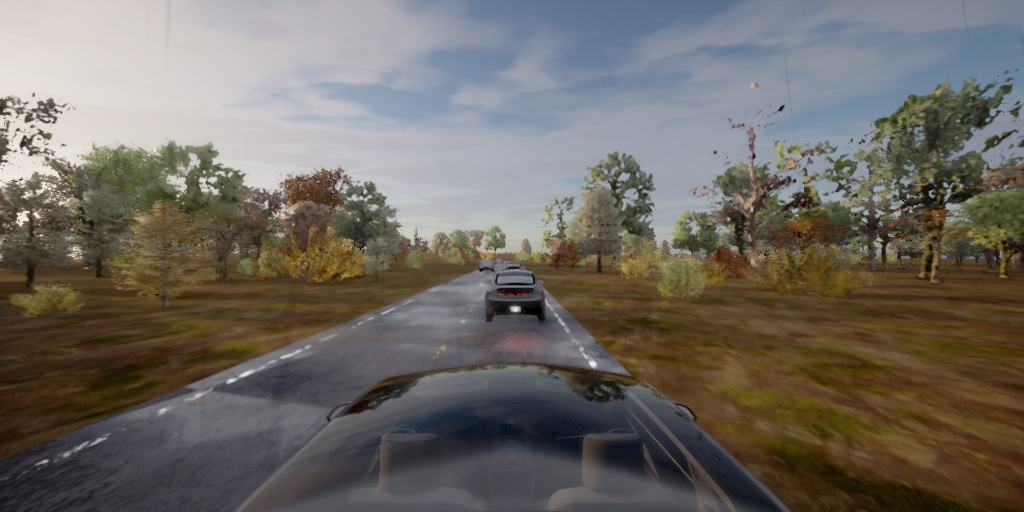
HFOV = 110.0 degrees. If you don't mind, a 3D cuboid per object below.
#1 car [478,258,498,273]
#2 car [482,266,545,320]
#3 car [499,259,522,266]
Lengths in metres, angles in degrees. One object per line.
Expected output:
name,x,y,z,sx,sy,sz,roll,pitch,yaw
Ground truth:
car,-3.088,1.275,44.849,1.837,1.490,4.892,0,0,0
car,0.092,1.256,12.556,1.837,1.490,4.892,0,0,0
car,0.093,1.264,30.651,1.837,1.490,4.892,0,0,0
